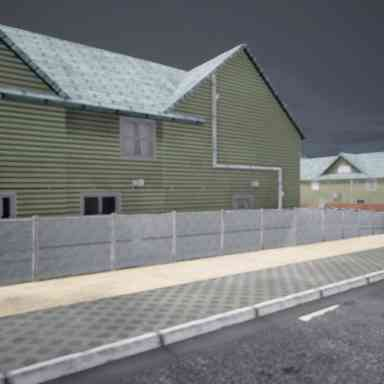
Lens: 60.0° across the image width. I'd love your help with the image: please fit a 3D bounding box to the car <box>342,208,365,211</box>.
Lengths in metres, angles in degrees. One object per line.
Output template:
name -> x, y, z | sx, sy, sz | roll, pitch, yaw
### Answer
car -> 13.373, 2.033, 27.339 | 1.812, 1.442, 4.674 | -1, -1, -36
